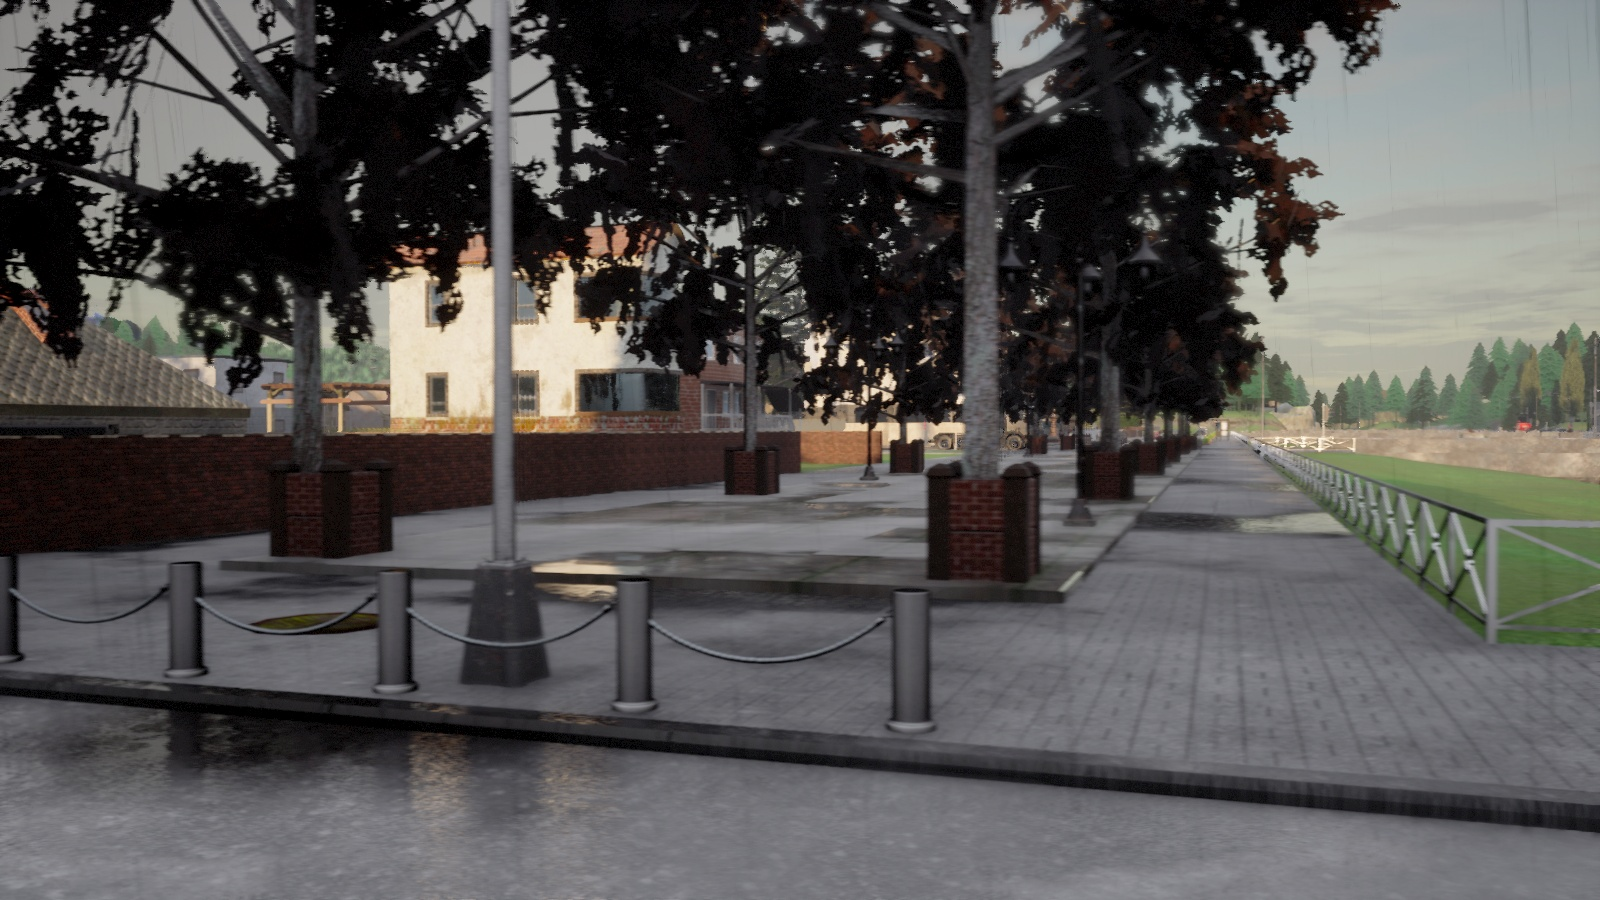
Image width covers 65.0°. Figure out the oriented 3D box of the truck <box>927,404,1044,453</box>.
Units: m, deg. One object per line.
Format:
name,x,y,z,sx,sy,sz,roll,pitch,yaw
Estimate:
truck,13.347,-1.553,90.397,7.936,3.462,2.891,1,1,19
